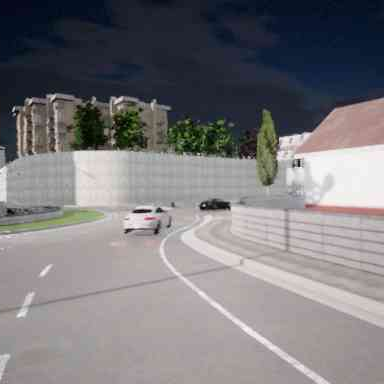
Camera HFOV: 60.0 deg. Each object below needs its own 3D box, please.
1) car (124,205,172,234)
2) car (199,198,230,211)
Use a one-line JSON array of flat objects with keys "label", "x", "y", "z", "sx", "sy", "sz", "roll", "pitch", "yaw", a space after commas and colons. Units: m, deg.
[{"label": "car", "x": -2.434, "y": 1.487, "z": 18.861, "sx": 1.812, "sy": 1.442, "sz": 4.674, "roll": -1, "pitch": 0, "yaw": 8}, {"label": "car", "x": 2.761, "y": 1.404, "z": 37.619, "sx": 1.994, "sy": 1.385, "sz": 4.181, "roll": -1, "pitch": 0, "yaw": 45}]
